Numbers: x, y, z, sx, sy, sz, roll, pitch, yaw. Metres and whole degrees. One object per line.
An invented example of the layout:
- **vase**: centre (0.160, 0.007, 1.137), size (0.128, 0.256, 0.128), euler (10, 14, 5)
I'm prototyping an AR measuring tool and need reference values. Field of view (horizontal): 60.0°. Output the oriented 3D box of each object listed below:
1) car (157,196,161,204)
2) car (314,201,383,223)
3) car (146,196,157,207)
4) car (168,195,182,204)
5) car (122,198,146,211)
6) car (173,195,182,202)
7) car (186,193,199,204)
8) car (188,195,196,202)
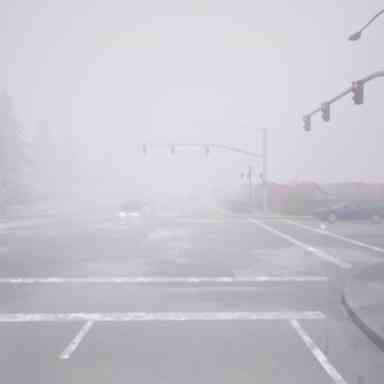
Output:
- **car**: centre (-7.004, 1.467, 63.410), size (1.882, 1.535, 5.008), euler (0, 0, 1)
- **car**: centre (11.537, 1.418, 24.357), size (5.008, 1.535, 1.882), euler (0, 0, 0)
- **car**: centre (-7.053, 1.539, 50.248), size (2.033, 1.411, 5.357), euler (0, 0, 0)
- **car**: centre (-3.365, 1.341, 62.520), size (2.097, 1.767, 4.553), euler (0, 0, 0)
- **car**: centre (-7.067, 1.594, 39.838), size (1.895, 1.301, 4.718), euler (0, 0, 0)
- **car**: centre (-3.454, 1.464, 78.916), size (1.882, 1.535, 5.008), euler (0, 0, 0)
- **car**: centre (0.136, 1.210, 62.141), size (2.150, 2.045, 5.566), euler (0, 0, 0)
- **car**: centre (0.046, 1.487, 78.832), size (1.837, 1.490, 4.892), euler (0, 0, 0)
